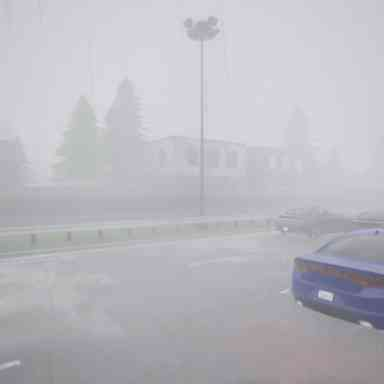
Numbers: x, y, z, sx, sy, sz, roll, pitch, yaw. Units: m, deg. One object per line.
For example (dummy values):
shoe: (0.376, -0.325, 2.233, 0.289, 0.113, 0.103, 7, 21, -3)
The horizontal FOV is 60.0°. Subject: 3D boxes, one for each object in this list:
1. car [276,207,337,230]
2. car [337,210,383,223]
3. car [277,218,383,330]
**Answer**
car: (6.339, 1.499, 16.862, 4.902, 1.511, 2.128, 0, 0, -35)
car: (8.496, 1.513, 14.100, 4.892, 1.490, 1.837, 0, 0, -35)
car: (4.125, 1.481, 6.688, 5.008, 1.535, 1.882, 0, 0, -35)
